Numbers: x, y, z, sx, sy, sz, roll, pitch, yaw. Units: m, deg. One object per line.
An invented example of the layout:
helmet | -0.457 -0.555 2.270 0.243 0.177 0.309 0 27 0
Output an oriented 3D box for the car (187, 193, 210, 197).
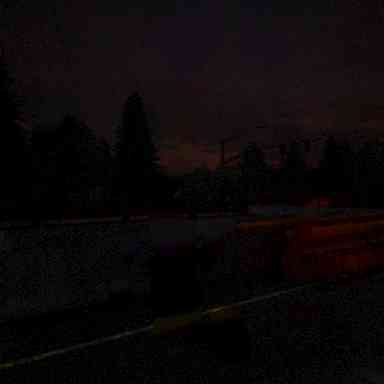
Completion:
car | 1.257 1.214 51.179 2.150 2.045 5.566 0 0 -35

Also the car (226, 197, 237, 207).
car | 5.210 1.519 51.650 1.812 1.442 4.674 0 0 -35
